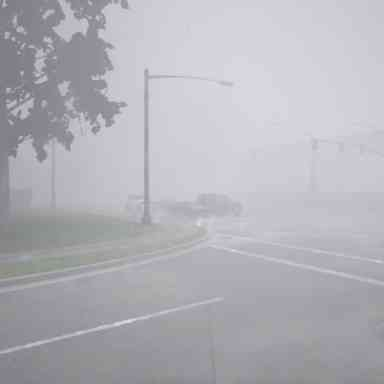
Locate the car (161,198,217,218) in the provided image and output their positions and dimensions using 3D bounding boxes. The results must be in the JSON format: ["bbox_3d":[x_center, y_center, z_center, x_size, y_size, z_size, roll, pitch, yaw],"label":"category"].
[{"bbox_3d":[-0.390,1.534,30.413,2.033,1.411,5.357,0,0,-34],"label":"car"}]

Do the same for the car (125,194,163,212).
[{"bbox_3d":[-5.992,1.209,38.782,2.150,2.045,5.566,0,0,-34],"label":"car"}]

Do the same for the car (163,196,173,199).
[{"bbox_3d":[-2.730,1.548,40.198,1.994,1.385,4.181,0,0,-34],"label":"car"}]

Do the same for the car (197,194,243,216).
[{"bbox_3d":[2.487,1.204,32.402,2.150,2.045,5.566,0,0,-34],"label":"car"}]

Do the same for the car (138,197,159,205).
[{"bbox_3d":[-8.069,1.580,60.869,1.895,1.301,4.718,0,0,-34],"label":"car"}]

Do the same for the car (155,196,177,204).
[{"bbox_3d":[-4.888,1.453,62.412,1.882,1.535,5.008,0,0,-34],"label":"car"}]
